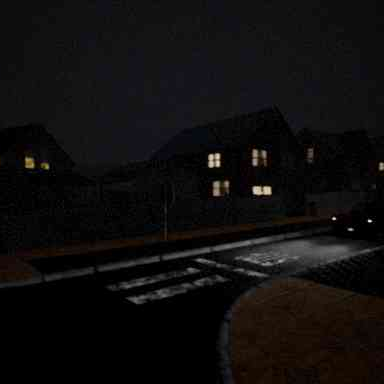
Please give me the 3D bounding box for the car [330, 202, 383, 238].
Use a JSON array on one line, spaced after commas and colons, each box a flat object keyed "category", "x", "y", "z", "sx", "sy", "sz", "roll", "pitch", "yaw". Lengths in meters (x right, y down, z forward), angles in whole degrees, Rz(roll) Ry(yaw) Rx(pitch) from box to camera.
[{"category": "car", "x": 8.131, "y": 1.147, "z": 14.791, "sx": 4.718, "sy": 1.301, "sz": 1.895, "roll": -2, "pitch": 1, "yaw": -38}]
